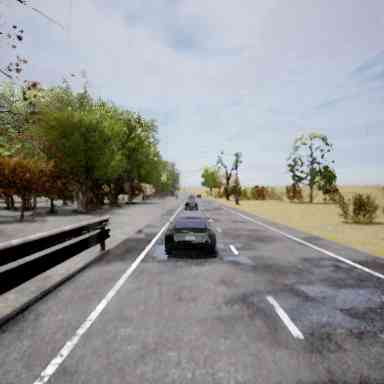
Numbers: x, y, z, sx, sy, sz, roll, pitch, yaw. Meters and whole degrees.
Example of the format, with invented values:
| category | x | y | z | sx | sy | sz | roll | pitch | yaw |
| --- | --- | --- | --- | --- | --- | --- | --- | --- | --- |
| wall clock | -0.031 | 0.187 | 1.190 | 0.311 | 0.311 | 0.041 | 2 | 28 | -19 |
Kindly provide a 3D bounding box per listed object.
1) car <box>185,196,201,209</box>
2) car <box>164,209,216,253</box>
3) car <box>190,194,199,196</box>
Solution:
| category | x | y | z | sx | sy | sz | roll | pitch | yaw |
| --- | --- | --- | --- | --- | --- | --- | --- | --- | --- |
| car | -0.070 | 1.749 | 48.015 | 2.128 | 1.511 | 4.902 | 0 | 0 | 0 |
| car | -0.064 | 1.648 | 14.007 | 1.994 | 1.385 | 4.181 | 0 | 0 | 0 |
| car | -0.073 | 1.763 | 80.997 | 2.097 | 1.767 | 4.553 | 0 | 0 | 0 |
